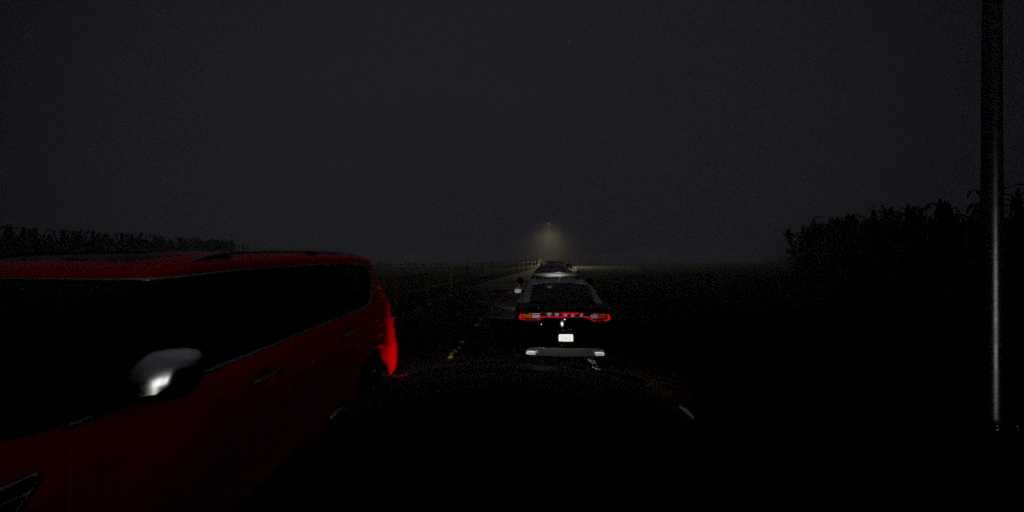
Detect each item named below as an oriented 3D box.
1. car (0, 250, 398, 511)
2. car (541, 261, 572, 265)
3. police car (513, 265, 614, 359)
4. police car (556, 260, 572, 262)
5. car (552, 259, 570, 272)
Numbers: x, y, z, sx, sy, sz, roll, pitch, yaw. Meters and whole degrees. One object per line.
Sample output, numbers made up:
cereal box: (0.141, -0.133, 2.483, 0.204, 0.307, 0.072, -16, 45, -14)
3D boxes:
car: (-2.594, 0.970, 2.425, 2.150, 2.045, 5.566, 0, 0, 2)
car: (1.984, 1.218, 18.319, 1.882, 1.535, 5.008, 0, 0, 7)
police car: (1.064, 1.173, 8.625, 1.930, 1.638, 5.238, 0, 0, 3)
police car: (2.878, 1.159, 24.272, 1.930, 1.638, 5.238, 0, 0, 10)
car: (6.279, 1.187, 45.357, 1.882, 1.535, 5.008, 0, 0, 12)
